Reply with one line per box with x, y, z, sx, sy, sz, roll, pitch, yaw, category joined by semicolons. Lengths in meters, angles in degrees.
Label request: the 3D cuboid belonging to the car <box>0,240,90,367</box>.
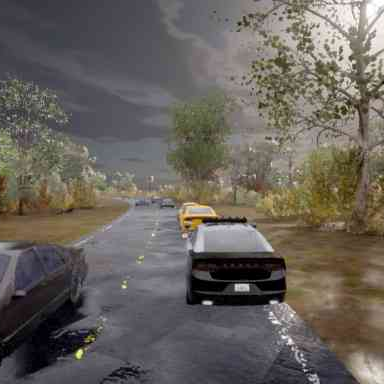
-3.185;1.547;5.309;2.033;1.411;5.357;0;0;-1;car

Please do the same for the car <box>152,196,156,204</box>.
-6.803;1.519;63.511;1.812;1.442;4.674;0;0;-12;car

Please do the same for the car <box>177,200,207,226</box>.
-0.135;1.453;24.431;1.801;1.575;5.366;0;0;-5;car

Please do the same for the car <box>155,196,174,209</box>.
-3.567;1.543;46.150;2.033;1.411;5.357;0;0;-9;car

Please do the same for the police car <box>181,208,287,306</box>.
0.776;1.425;8.251;1.930;1.638;5.238;0;0;-2;police car

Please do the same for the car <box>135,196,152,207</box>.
-7.754;1.348;52.005;2.097;1.767;4.553;0;0;-10;car

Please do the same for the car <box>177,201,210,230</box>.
0.317;1.477;18.210;1.882;1.535;5.008;0;0;-4;car
